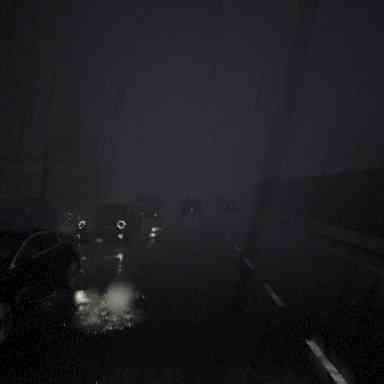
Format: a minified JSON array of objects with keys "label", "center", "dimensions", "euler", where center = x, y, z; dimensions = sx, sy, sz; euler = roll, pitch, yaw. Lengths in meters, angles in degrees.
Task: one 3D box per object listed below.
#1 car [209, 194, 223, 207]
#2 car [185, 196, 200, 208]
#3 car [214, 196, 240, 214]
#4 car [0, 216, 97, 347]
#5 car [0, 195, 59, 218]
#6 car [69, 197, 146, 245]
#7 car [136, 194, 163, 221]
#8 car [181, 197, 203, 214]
[{"label":"car","center":[3.540,1.125,46.386],"dimensions":[2.097,1.767,4.553],"euler":[0,0,1]},{"label":"car","center":[0.035,1.340,45.663],"dimensions":[1.994,1.385,4.181],"euler":[0,0,1]},{"label":"car","center":[3.606,1.385,33.167],"dimensions":[2.033,1.411,5.357],"euler":[0,0,0]},{"label":"car","center":[-3.597,1.462,6.193],"dimensions":[2.128,1.511,4.902],"euler":[0,0,0]},{"label":"car","center":[-7.099,1.159,12.974],"dimensions":[2.150,2.045,5.566],"euler":[0,0,0]},{"label":"car","center":[-3.597,1.279,15.103],"dimensions":[2.097,1.767,4.553],"euler":[0,0,0]},{"label":"car","center":[-3.499,1.183,26.167],"dimensions":[2.150,2.045,5.566],"euler":[0,0,0]},{"label":"car","center":[0.006,1.346,32.852],"dimensions":[1.837,1.490,4.892],"euler":[0,1,0]}]
